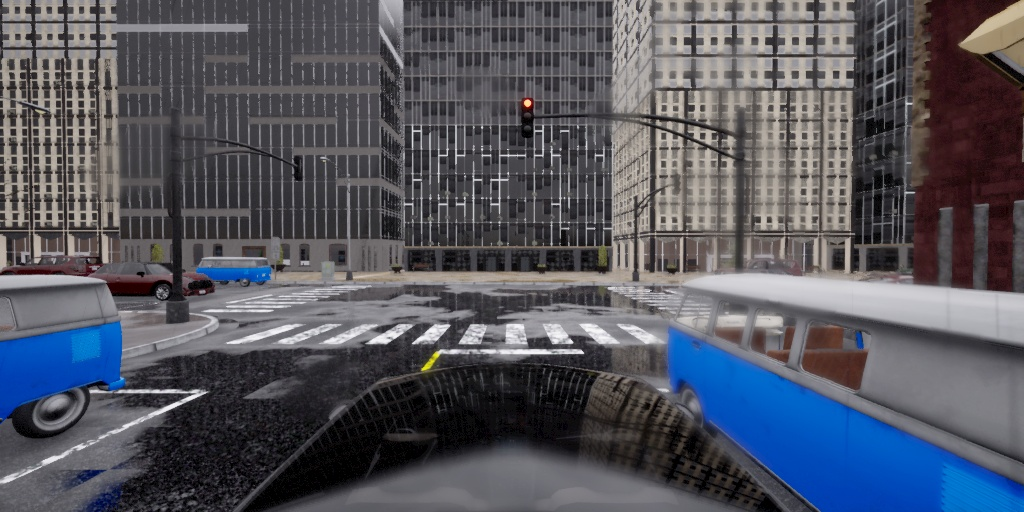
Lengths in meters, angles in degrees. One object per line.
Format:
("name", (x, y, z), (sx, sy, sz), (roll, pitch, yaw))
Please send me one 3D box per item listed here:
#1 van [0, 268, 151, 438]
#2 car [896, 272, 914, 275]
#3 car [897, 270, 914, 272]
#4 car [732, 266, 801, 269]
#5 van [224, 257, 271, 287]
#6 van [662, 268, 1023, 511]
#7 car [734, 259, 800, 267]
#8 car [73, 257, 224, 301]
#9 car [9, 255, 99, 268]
("van", (-5.695, 1.090, 2.786), (1.690, 1.789, 3.998), (0, 0, 0))
("car", (15.129, 1.437, 13.810), (4.507, 1.381, 1.888), (0, 0, 0))
("car", (18.017, 1.472, 16.385), (4.718, 1.301, 1.895), (0, 1, 0))
("car", (13.636, 1.404, 19.586), (4.718, 1.301, 1.895), (0, 1, 0))
("van", (-17.246, 0.951, 22.238), (3.998, 1.789, 1.690), (0, 0, 0))
("van", (2.686, 1.090, 2.795), (1.690, 1.789, 3.998), (0, 0, 0))
("car", (15.143, 1.089, 22.190), (5.009, 1.841, 2.192), (0, 0, 0))
("car", (-16.427, 1.048, 16.433), (4.553, 1.767, 2.097), (0, 1, 0))
("car", (-28.292, 0.875, 22.254), (5.009, 1.841, 2.192), (0, 0, 0))
